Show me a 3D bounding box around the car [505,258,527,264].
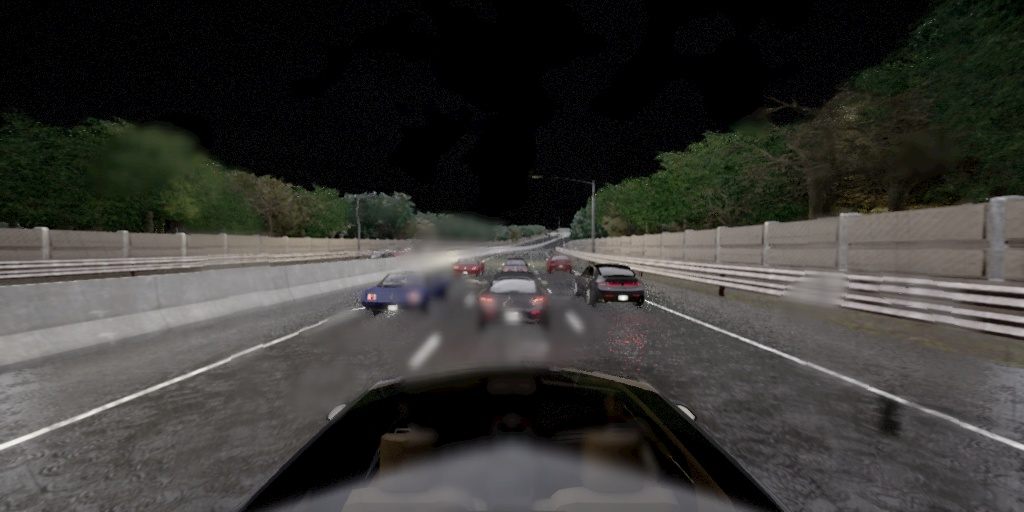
[{"bbox_3d":[0.276,0.849,25.126,2.033,1.411,5.357,0,1,1],"label":"car"}]

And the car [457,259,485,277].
[{"bbox_3d":[-3.149,0.845,27.427,1.895,1.301,4.718,0,1,2],"label":"car"}]

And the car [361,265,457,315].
[{"bbox_3d":[-3.379,1.167,12.555,1.895,1.301,4.718,0,1,1],"label":"car"}]

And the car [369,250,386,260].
[{"bbox_3d":[-19.892,-0.080,54.171,2.128,1.511,4.902,0,2,3],"label":"car"}]

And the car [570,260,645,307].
[{"bbox_3d":[3.646,1.047,14.048,1.837,1.490,4.892,0,1,1],"label":"car"}]

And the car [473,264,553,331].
[{"bbox_3d":[0.086,1.135,10.285,1.812,1.442,4.674,0,1,1],"label":"car"}]

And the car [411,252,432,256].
[{"bbox_3d":[-12.944,0.071,53.127,1.895,1.301,4.718,0,2,3],"label":"car"}]

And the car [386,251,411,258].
[{"bbox_3d":[-16.437,0.062,53.314,1.895,1.301,4.718,0,2,3],"label":"car"}]

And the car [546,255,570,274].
[{"bbox_3d":[3.935,0.657,30.190,1.882,1.535,5.008,0,1,2],"label":"car"}]
